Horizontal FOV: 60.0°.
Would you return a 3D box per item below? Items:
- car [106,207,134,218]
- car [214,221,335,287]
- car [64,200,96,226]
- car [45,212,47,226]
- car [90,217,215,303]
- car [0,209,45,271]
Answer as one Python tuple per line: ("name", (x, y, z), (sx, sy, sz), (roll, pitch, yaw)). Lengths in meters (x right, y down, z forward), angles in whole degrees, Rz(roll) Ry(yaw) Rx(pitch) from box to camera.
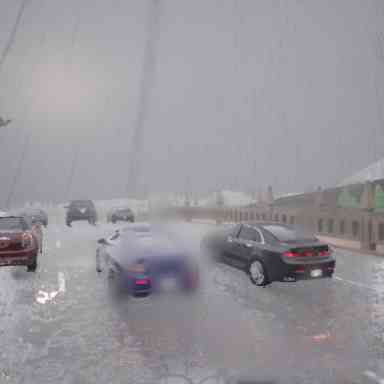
("car", (-6.579, 2.082, 30.127), (2.128, 1.511, 4.902), (1, -4, -23))
("car", (1.900, 1.614, 9.838), (1.837, 1.490, 4.892), (1, 0, -23))
("car", (-9.215, 1.696, 27.366), (2.150, 2.045, 5.566), (1, -3, -23))
("car", (-12.979, 2.086, 27.287), (1.994, 1.385, 4.181), (1, -3, -23))
("car", (-1.332, 1.605, 8.496), (1.812, 1.442, 4.674), (1, -1, -23))
("car", (-6.152, 1.431, 10.957), (2.097, 1.767, 4.553), (1, -1, -23))
